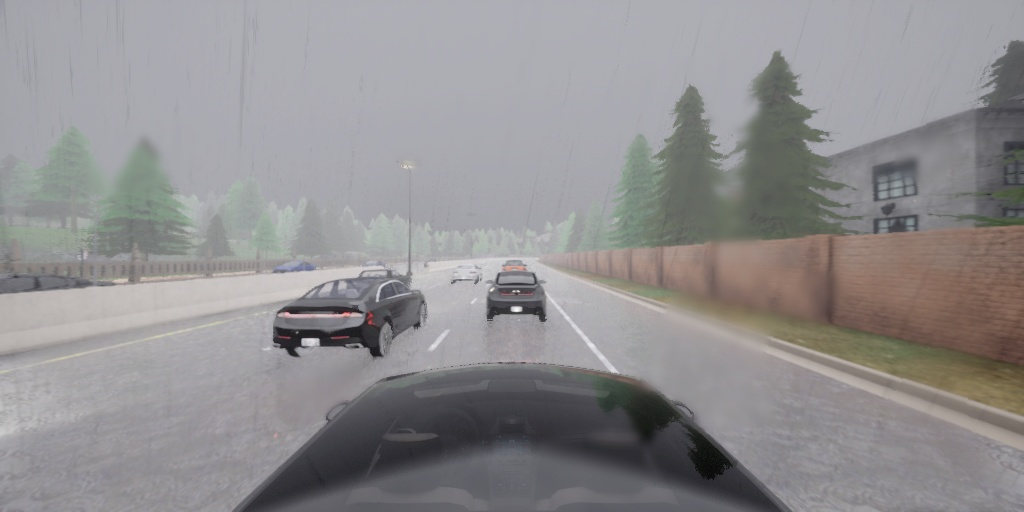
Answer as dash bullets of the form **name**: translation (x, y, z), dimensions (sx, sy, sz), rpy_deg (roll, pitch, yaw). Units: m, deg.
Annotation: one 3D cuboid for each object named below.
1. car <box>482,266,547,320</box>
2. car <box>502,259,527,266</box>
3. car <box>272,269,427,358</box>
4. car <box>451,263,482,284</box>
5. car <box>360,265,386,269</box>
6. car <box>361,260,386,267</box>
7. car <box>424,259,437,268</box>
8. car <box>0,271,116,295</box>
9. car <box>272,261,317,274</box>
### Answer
- **car**: translation (0.142, 1.256, 12.553), dimensions (1.837, 1.490, 4.892), rpy_deg (0, 0, 0)
- **car**: translation (0.194, 1.104, 30.553), dimensions (2.097, 1.767, 4.553), rpy_deg (0, 0, 0)
- **car**: translation (-3.377, 1.239, 8.464), dimensions (2.128, 1.511, 4.902), rpy_deg (0, 0, 0)
- **car**: translation (-3.316, 1.274, 26.887), dimensions (1.812, 1.442, 4.674), rpy_deg (0, 0, 0)
- **car**: translation (-6.828, 1.345, 19.011), dimensions (1.895, 1.301, 4.718), rpy_deg (0, 0, 0)
- **car**: translation (-17.413, 1.261, 45.192), dimensions (1.812, 1.442, 4.674), rpy_deg (0, 0, 1)
- **car**: translation (-13.490, 1.238, 60.641), dimensions (2.128, 1.511, 4.902), rpy_deg (0, 0, 2)
- **car**: translation (-14.071, 1.214, 9.793), dimensions (1.882, 1.535, 5.008), rpy_deg (0, 0, 0)
- **car**: translation (-20.982, 1.209, 34.819), dimensions (1.882, 1.535, 5.008), rpy_deg (0, 0, 0)
